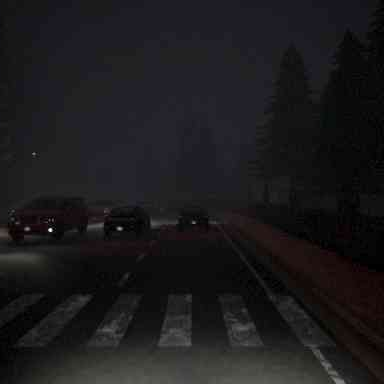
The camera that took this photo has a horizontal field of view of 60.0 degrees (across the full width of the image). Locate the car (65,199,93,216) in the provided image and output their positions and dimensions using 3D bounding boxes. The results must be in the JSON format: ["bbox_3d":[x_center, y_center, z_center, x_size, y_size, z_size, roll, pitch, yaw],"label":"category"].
[{"bbox_3d":[-11.507,1.508,34.094,2.128,1.511,4.902,0,0,-12],"label":"car"}]

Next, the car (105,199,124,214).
[{"bbox_3d":[-8.569,1.543,36.640,1.812,1.442,4.674,0,0,-16],"label":"car"}]

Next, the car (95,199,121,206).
[{"bbox_3d":[-7.235,1.365,26.730,2.097,1.767,4.553,0,0,-2],"label":"car"}]

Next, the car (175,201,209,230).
[{"bbox_3d":[0.092,1.536,21.070,1.812,1.442,4.674,0,0,0],"label":"car"}]

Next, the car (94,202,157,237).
[{"bbox_3d":[-3.403,1.500,18.082,2.128,1.511,4.902,0,0,0],"label":"car"}]

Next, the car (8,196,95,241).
[{"bbox_3d":[-7.059,1.230,17.087,2.150,2.045,5.566,0,0,1],"label":"car"}]

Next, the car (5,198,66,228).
[{"bbox_3d":[-10.605,1.363,22.957,2.097,1.767,4.553,0,0,0],"label":"car"}]

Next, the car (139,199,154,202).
[{"bbox_3d":[-5.433,1.566,39.421,2.033,1.411,5.357,0,0,-18],"label":"car"}]

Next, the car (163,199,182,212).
[{"bbox_3d":[-2.034,1.566,40.103,2.033,1.411,5.357,0,0,-17],"label":"car"}]
